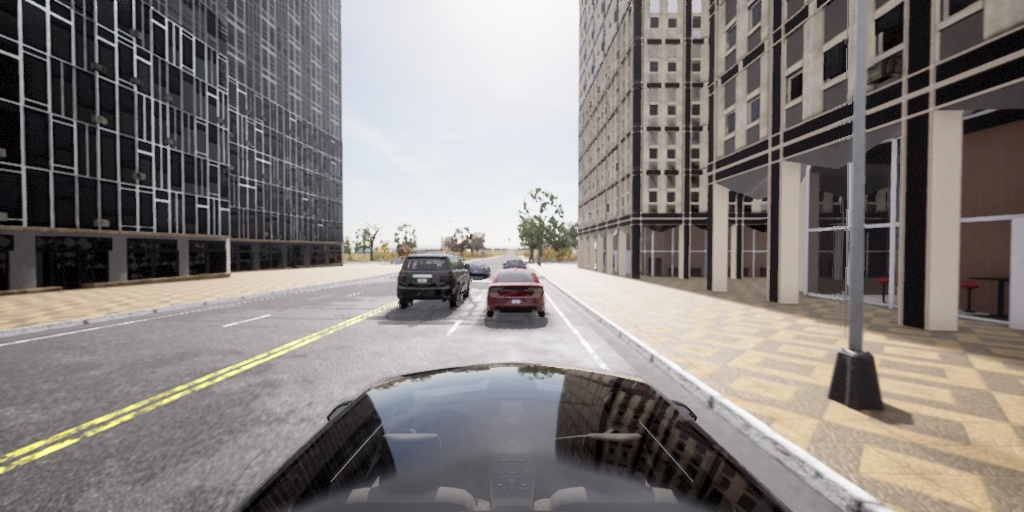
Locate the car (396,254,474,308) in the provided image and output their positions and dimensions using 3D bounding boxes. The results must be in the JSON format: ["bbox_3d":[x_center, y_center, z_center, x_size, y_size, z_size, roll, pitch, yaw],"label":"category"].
[{"bbox_3d":[-3.094,0.943,15.108,2.150,2.045,5.566,0,0,0],"label":"car"}]

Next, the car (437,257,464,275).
[{"bbox_3d":[-6.420,1.019,38.077,2.097,1.767,4.553,0,0,0],"label":"car"}]

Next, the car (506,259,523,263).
[{"bbox_3d":[0.233,1.039,31.112,2.097,1.767,4.553,0,0,0],"label":"car"}]

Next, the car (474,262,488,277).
[{"bbox_3d":[-3.011,1.248,32.107,1.994,1.385,4.181,0,0,0],"label":"car"}]

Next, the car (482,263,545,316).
[{"bbox_3d":[0.141,1.204,13.270,1.882,1.535,5.008,0,0,0],"label":"car"}]
